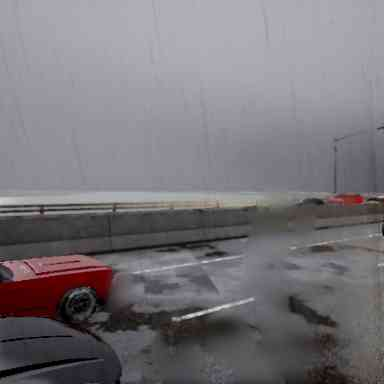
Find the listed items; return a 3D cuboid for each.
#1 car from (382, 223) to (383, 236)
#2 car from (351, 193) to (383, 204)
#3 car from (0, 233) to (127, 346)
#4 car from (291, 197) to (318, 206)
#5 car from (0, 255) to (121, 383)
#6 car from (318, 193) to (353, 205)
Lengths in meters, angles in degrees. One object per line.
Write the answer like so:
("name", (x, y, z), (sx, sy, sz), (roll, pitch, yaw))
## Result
("car", (10.818, 1.516, 15.727), (4.181, 1.385, 1.994), (0, 0, -35))
("car", (18.978, 1.256, 34.521), (4.553, 1.767, 2.097), (0, 0, -35))
("car", (-3.647, 1.600, 5.437), (4.718, 1.301, 1.895), (0, 0, -36))
("car", (13.861, 1.388, 39.490), (5.008, 1.535, 1.882), (0, 0, -35))
("car", (-2.811, 1.481, 1.729), (5.008, 1.535, 1.882), (0, 0, -36))
("car", (17.129, 1.127, 37.505), (5.566, 2.045, 2.150), (0, 0, -35))
